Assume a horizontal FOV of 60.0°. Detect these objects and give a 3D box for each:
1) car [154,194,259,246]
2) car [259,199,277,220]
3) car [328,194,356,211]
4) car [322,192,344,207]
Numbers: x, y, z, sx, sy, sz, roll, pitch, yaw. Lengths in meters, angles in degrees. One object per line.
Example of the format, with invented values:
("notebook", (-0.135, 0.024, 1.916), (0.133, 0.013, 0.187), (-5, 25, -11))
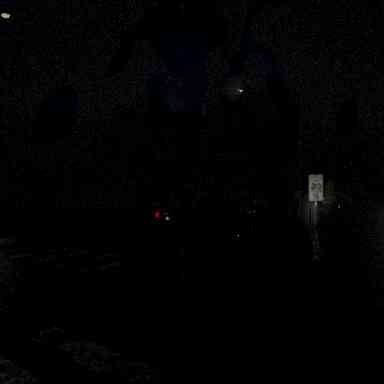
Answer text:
("car", (0.696, 1.092, 14.920), (2.150, 2.045, 5.566), (0, 0, 36))
("car", (5.062, 1.332, 25.905), (1.837, 1.490, 4.892), (0, 0, 36))
("car", (17.123, 1.310, 37.429), (1.837, 1.490, 4.892), (0, 0, 36))
("car", (19.541, 1.037, 45.581), (2.150, 2.045, 5.566), (0, 0, 36))
